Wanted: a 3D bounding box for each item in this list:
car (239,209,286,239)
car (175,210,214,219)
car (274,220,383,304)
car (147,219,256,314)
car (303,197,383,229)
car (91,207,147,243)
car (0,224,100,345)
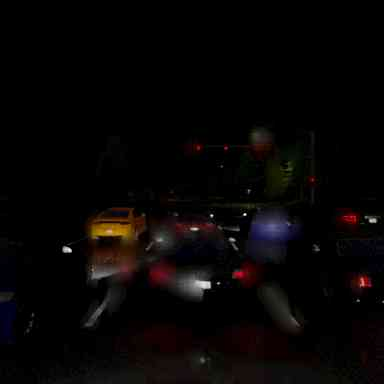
[{"bbox_3d":[3.604,1.563,16.822,1.994,1.385,4.181,0,0,0],"label":"car"},{"bbox_3d":[0.104,1.563,16.117,1.994,1.385,4.181,0,0,0],"label":"car"},{"bbox_3d":[3.602,1.600,8.063,1.895,1.301,4.718,0,0,0],"label":"car"},{"bbox_3d":[0.116,1.563,7.713,1.994,1.385,4.181,0,0,-1],"label":"car"},{"bbox_3d":[7.104,1.221,15.747,2.150,2.045,5.566,0,0,0],"label":"car"},{"bbox_3d":[-3.397,1.476,16.183,1.882,1.535,5.008,0,0,0],"label":"car"},{"bbox_3d":[-3.401,1.563,6.378,1.994,1.385,4.181,0,0,0],"label":"car"}]
